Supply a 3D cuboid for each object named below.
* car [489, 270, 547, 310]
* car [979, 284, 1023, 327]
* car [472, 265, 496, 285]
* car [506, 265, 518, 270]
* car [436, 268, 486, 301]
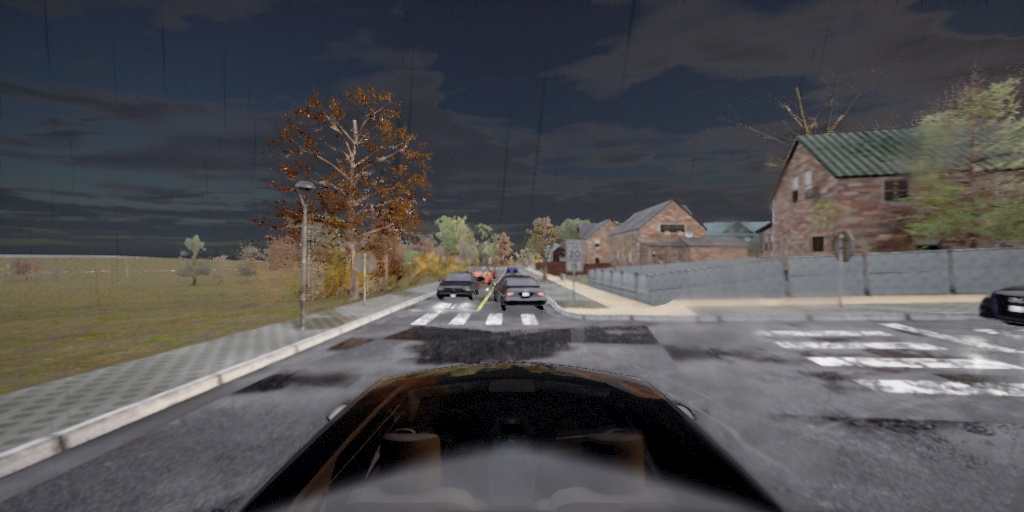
[{"bbox_3d":[0.246,1.560,16.275,2.033,1.411,5.357,1,-1,-7],"label":"car"},{"bbox_3d":[11.858,0.754,6.562,4.181,1.385,1.994,-3,-1,15],"label":"car"},{"bbox_3d":[-2.845,1.610,31.568,2.097,1.767,4.553,1,-1,0],"label":"car"},{"bbox_3d":[-0.003,2.290,60.547,1.882,1.535,5.008,1,-1,0],"label":"car"},{"bbox_3d":[-2.848,1.598,20.054,2.033,1.411,5.357,1,-1,0],"label":"car"}]
